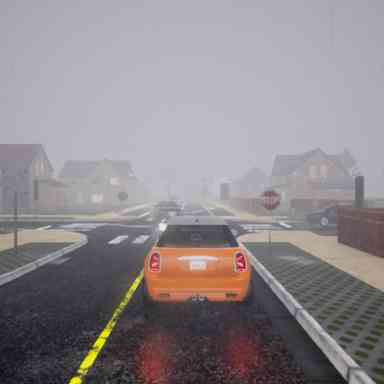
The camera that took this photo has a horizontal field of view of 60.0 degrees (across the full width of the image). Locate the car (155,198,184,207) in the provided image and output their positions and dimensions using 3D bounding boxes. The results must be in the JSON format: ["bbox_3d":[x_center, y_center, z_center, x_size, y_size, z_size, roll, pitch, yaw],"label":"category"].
[{"bbox_3d":[-2.003,1.505,26.874,2.128,1.511,4.902,0,0,-13],"label":"car"}]

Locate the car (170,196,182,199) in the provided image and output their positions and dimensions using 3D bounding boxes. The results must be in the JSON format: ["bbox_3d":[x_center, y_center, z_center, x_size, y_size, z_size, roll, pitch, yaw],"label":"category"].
[{"bbox_3d":[-2.789,1.482,53.469,2.097,1.767,4.553,0,0,0],"label":"car"}]

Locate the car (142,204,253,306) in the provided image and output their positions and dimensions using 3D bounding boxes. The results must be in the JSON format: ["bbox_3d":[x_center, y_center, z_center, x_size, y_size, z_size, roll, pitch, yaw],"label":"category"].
[{"bbox_3d":[0.105,1.352,8.162,2.097,1.767,4.553,0,0,0],"label":"car"}]

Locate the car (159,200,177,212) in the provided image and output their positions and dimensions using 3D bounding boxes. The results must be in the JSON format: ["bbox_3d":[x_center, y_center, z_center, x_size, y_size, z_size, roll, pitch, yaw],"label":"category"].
[{"bbox_3d":[-2.824,1.668,40.308,1.895,1.301,4.718,0,0,0],"label":"car"}]

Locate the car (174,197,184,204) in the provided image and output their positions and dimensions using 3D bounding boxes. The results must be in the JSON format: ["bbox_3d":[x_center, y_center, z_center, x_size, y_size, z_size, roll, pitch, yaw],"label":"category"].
[{"bbox_3d":[-2.713,1.765,69.223,1.812,1.442,4.674,0,0,0],"label":"car"}]

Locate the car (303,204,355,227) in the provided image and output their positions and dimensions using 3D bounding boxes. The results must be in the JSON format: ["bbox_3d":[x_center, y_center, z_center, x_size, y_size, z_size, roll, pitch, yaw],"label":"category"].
[{"bbox_3d":[10.265,1.577,23.101,4.892,1.490,1.837,0,0,-2],"label":"car"}]
